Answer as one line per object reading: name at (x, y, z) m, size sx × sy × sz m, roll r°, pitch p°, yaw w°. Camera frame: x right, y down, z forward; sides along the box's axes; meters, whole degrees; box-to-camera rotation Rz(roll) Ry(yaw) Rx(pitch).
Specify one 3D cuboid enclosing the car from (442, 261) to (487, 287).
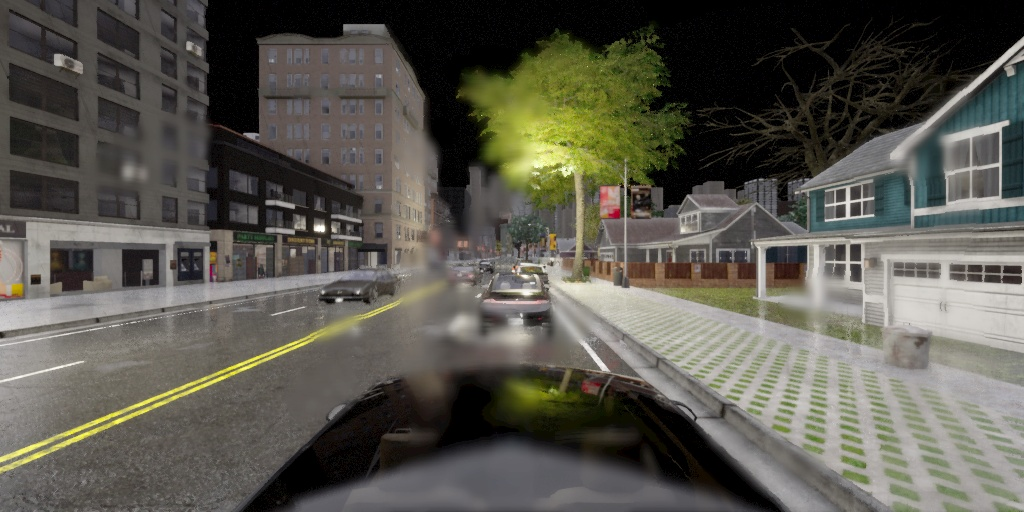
car at (-3.085, 1.284, 24.391) m, size 2.033 × 1.411 × 5.357 m, roll 0°, pitch 0°, yaw 0°

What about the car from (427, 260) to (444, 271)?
car at (-9.723, 1.261, 47.132) m, size 2.033 × 1.411 × 5.357 m, roll 0°, pitch 0°, yaw 0°

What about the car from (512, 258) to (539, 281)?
car at (1.055, 1.081, 30.388) m, size 2.097 × 1.767 × 4.553 m, roll 0°, pitch 0°, yaw 0°

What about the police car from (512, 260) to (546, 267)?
police car at (1.027, 1.165, 20.528) m, size 1.930 × 1.638 × 5.238 m, roll 0°, pitch 0°, yaw 0°

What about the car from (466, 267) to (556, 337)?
car at (0.122, 1.239, 10.278) m, size 2.128 × 1.511 × 4.902 m, roll 0°, pitch 0°, yaw 0°

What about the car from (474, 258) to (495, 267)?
car at (-3.040, 1.245, 41.635) m, size 1.812 × 1.442 × 4.674 m, roll 0°, pitch 0°, yaw 0°

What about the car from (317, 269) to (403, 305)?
car at (-6.559, 1.290, 16.268) m, size 2.033 × 1.411 × 5.357 m, roll 0°, pitch 0°, yaw 0°
